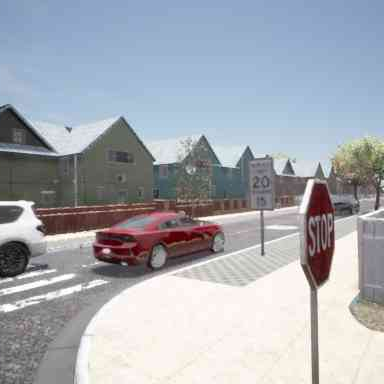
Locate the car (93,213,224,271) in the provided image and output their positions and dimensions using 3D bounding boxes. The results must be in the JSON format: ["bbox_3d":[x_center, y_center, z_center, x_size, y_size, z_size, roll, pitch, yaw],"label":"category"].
[{"bbox_3d":[-0.808,1.408,10.859,1.882,1.535,5.008,-2,-1,37],"label":"car"}]

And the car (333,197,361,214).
[{"bbox_3d":[14.433,1.241,31.197,1.837,1.490,4.892,-2,-1,37],"label":"car"}]

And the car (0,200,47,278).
[{"bbox_3d":[-6.505,1.277,8.189,2.150,2.045,5.566,-2,0,37],"label":"car"}]
